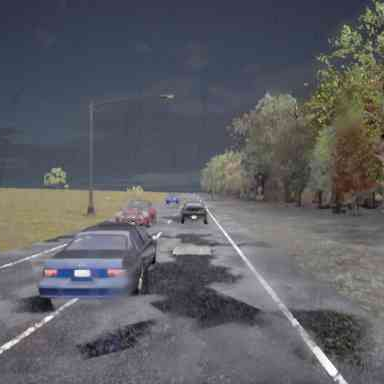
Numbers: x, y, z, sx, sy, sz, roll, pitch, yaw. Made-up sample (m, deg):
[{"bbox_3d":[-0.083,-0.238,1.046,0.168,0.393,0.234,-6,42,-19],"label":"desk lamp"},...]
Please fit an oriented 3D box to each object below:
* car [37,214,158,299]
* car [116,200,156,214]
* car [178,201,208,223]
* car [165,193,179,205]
[{"bbox_3d":[-2.028,1.541,8.647,2.033,1.411,5.357,0,0,0],"label":"car"},{"bbox_3d":[-3.563,1.335,21.819,2.097,1.767,4.553,0,0,1],"label":"car"},{"bbox_3d":[0.159,1.485,25.566,1.837,1.490,4.892,0,0,0],"label":"car"},{"bbox_3d":[-3.430,1.166,58.684,2.150,2.045,5.566,0,0,1],"label":"car"}]
